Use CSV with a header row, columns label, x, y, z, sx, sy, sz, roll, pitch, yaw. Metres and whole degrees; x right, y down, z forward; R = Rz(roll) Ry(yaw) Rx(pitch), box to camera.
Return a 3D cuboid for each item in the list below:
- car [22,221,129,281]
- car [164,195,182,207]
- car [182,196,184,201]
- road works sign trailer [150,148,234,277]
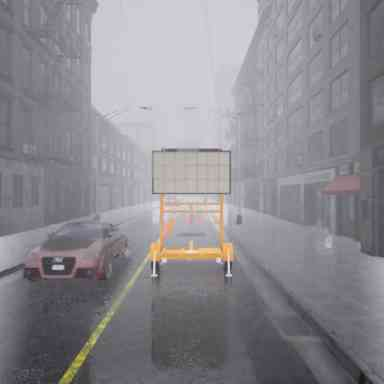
label,x,y,z,sx,sy,sz,roll,pitch,yaw
car,-3.112,1.567,9.729,1.994,1.385,4.181,0,0,0
car,-3.161,1.424,52.539,2.097,1.767,4.553,0,0,0
car,-3.118,1.714,90.177,1.812,1.442,4.674,0,0,0
road works sign trailer,-0.012,0.467,10.273,2.380,3.560,2.880,0,0,0
